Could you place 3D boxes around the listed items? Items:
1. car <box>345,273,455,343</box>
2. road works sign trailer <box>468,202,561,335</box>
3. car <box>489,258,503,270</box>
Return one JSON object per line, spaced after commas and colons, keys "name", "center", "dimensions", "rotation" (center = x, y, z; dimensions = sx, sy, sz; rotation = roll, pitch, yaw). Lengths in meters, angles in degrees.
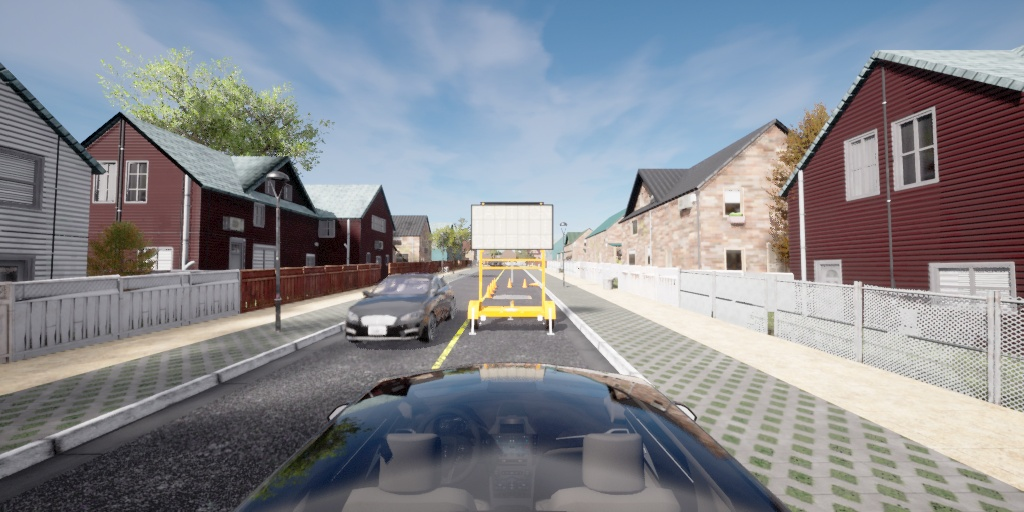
{"name": "car", "center": [-2.742, 1.252, 9.753], "dimensions": [2.128, 1.511, 4.902], "rotation": [0, 0, 0]}
{"name": "road works sign trailer", "center": [0.005, 0.227, 10.558], "dimensions": [2.380, 3.560, 2.880], "rotation": [0, 0, 1]}
{"name": "car", "center": [-2.695, 1.279, 60.803], "dimensions": [2.150, 2.045, 5.566], "rotation": [0, -1, 0]}
